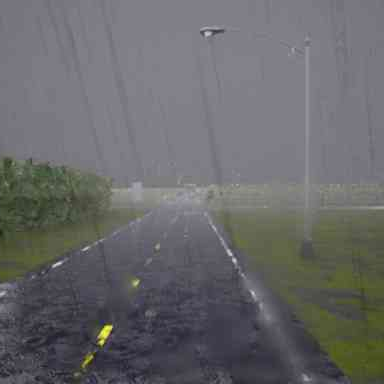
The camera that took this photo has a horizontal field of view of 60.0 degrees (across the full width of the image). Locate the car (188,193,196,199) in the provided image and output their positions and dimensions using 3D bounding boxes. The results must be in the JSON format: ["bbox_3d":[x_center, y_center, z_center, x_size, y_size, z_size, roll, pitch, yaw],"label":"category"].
[{"bbox_3d":[-0.020,1.004,92.392,2.097,1.767,4.553,0,0,0],"label":"car"}]
